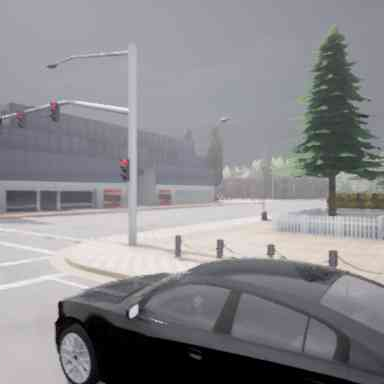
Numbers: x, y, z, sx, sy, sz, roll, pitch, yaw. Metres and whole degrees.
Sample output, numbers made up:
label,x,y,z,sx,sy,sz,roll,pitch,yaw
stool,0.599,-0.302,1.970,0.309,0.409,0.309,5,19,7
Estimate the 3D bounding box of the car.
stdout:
label,x,y,z,sx,sy,sz,roll,pitch,yaw
car,0.508,1.474,3.595,5.008,1.535,1.882,0,0,36
